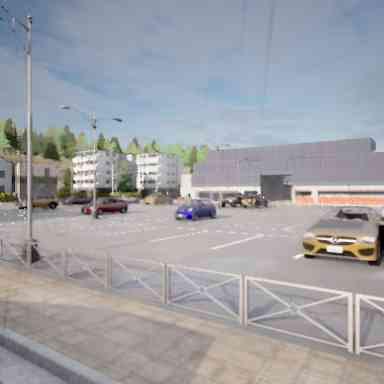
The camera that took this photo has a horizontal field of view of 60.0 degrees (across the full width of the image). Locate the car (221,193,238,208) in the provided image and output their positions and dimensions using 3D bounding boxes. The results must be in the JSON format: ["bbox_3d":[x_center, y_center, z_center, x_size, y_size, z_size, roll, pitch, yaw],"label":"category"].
[{"bbox_3d":[5.353,1.088,43.214,1.905,1.878,3.866,0,0,35],"label":"car"}]

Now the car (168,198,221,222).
[{"bbox_3d":[0.237,1.328,24.633,1.845,1.501,3.633,0,0,35],"label":"car"}]

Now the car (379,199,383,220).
[{"bbox_3d":[16.371,1.384,26.714,1.970,1.475,3.806,0,0,35],"label":"car"}]

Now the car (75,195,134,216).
[{"bbox_3d":[-7.909,1.312,30.422,2.007,1.523,4.514,0,0,35],"label":"car"}]

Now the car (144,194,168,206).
[{"bbox_3d":[-5.107,1.173,50.581,2.152,1.636,5.027,0,0,35],"label":"car"}]

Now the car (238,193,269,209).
[{"bbox_3d":[7.966,1.107,41.878,1.932,1.855,4.605,0,0,35],"label":"car"}]

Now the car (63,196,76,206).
[{"bbox_3d":[-17.594,1.324,50.358,2.007,1.523,4.514,0,0,35],"label":"car"}]

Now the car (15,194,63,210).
[{"bbox_3d":[-17.683,1.120,38.176,1.932,1.855,4.605,0,0,35],"label":"car"}]

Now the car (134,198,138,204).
[{"bbox_3d":[-10.540,1.256,54.012,1.970,1.475,3.806,0,0,35],"label":"car"}]

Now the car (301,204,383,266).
[{"bbox_3d":[5.503,1.331,11.538,2.152,1.636,5.027,0,0,35],"label":"car"}]
